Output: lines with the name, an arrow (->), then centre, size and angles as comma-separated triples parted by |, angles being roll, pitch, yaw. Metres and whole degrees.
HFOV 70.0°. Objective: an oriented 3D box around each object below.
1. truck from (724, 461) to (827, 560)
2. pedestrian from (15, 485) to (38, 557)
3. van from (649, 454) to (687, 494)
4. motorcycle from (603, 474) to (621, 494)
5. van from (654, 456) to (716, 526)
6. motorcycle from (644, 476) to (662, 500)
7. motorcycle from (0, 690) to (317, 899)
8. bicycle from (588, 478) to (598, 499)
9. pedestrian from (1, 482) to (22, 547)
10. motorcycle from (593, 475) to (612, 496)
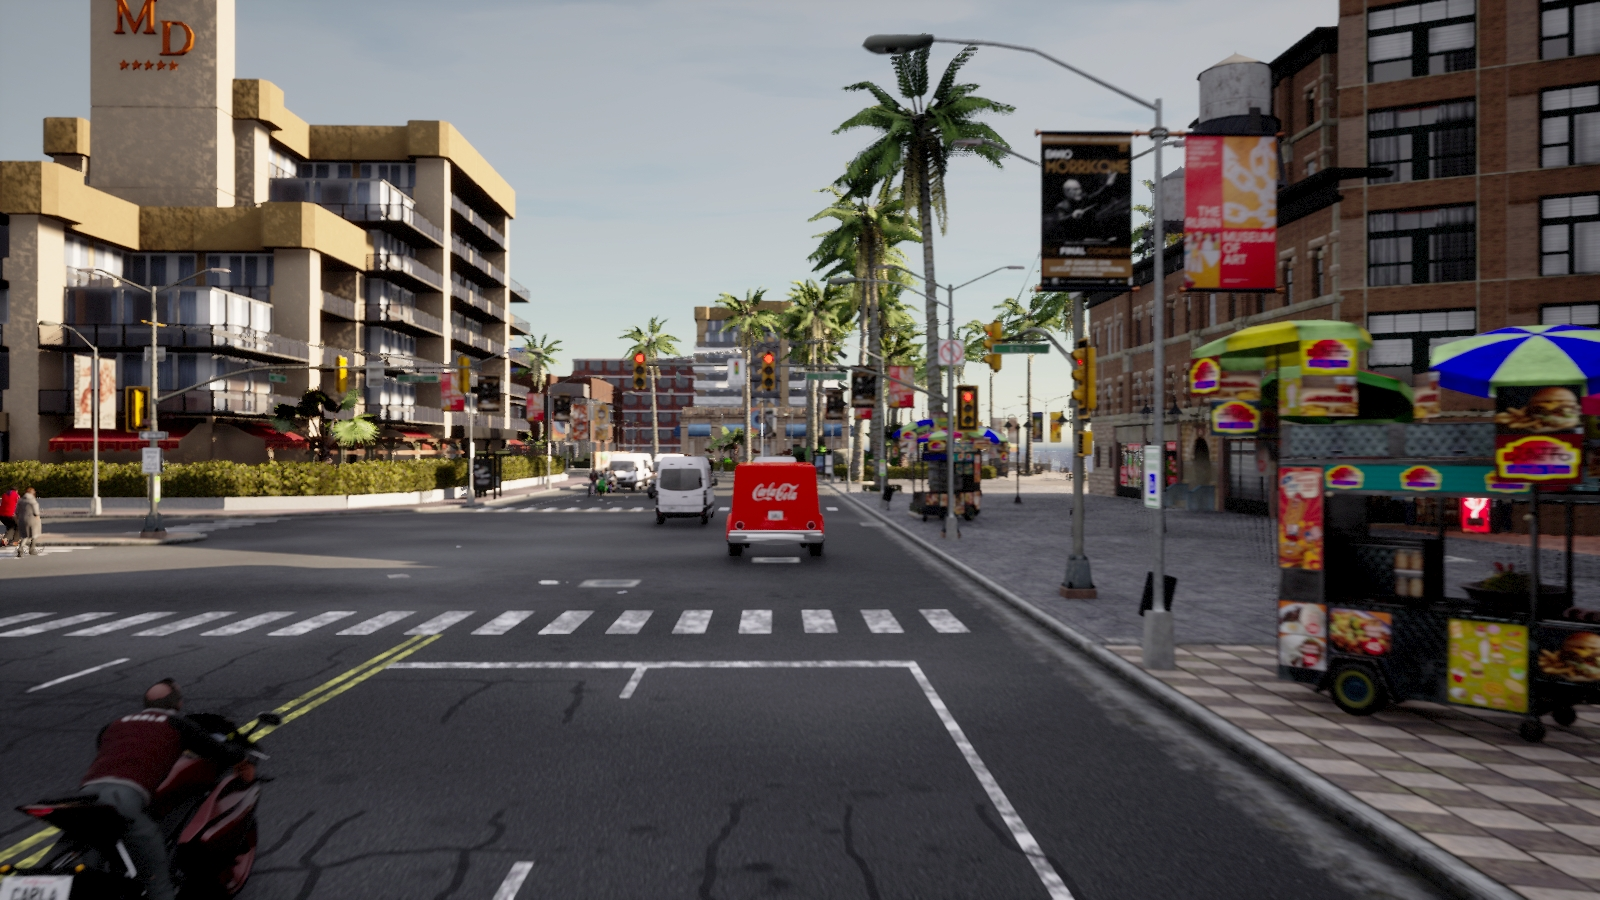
truck -> -0.679, 1.568, 31.742 | 2.627, 2.467, 5.204 | 0, 0, -1
pedestrian -> -20.353, 1.857, 30.064 | 0.375, 1.860, 0.375 | 0, 0, -3
van -> -8.716, 1.538, 76.025 | 1.988, 2.561, 5.915 | 0, 0, -2
motorcycle -> -12.167, 2.210, 73.937 | 0.867, 1.251, 2.209 | 0, 0, -1
van -> -4.482, 1.536, 45.351 | 1.988, 2.561, 5.915 | 0, 0, -1
motorcycle -> -8.465, 2.173, 65.903 | 0.764, 1.277, 2.356 | 0, 0, -1
motorcycle -> -3.593, 2.206, 6.417 | 0.867, 1.251, 2.209 | 0, 0, -1
bicycle -> -11.966, 2.215, 66.094 | 0.329, 1.171, 1.835 | 0, 0, -1
pedestrian -> -22.818, 1.857, 33.070 | 0.375, 1.860, 0.375 | 0, 0, -3
motorcycle -> -12.084, 2.187, 69.942 | 0.856, 1.236, 1.805 | 0, 0, -1
